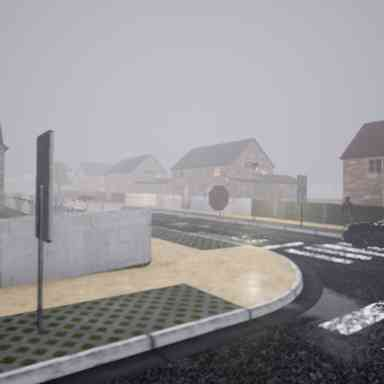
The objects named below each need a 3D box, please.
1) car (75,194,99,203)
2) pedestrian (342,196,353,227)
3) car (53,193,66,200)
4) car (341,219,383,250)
[{"bbox_3d":[-13.184,0.951,41.581,1.994,1.385,4.181,1,0,-36],"label":"car"},{"bbox_3d":[8.008,1.134,17.185,0.375,1.860,0.375,2,-1,-36],"label":"pedestrian"},{"bbox_3d":[-21.967,0.778,53.755,1.895,1.301,4.718,1,0,-36],"label":"car"},{"bbox_3d":[8.040,1.526,12.158,2.128,1.511,4.902,1,1,-36],"label":"car"}]
